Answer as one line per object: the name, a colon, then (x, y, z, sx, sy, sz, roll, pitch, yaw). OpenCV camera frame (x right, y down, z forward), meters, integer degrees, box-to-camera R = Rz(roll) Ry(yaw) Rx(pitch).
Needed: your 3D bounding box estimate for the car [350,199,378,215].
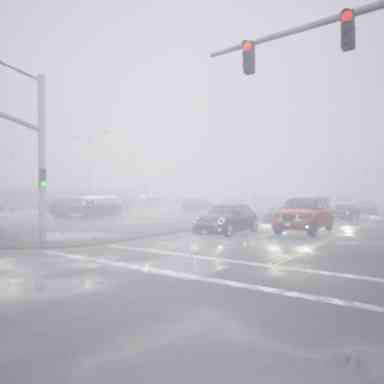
car: (18.430, 1.594, 35.288, 1.812, 1.442, 4.674, -1, 0, 36)

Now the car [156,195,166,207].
car: (-5.438, 1.911, 75.154, 1.970, 1.475, 3.806, -1, 0, 37)

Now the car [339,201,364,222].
car: (12.302, 1.676, 27.016, 1.895, 1.301, 4.718, -1, 0, 36)

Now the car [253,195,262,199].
car: (12.644, 1.431, 61.739, 1.905, 1.878, 3.866, -1, 0, 37)

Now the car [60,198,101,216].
car: (-13.589, 1.783, 40.660, 1.970, 1.475, 3.806, -1, 0, 37)

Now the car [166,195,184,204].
car: (-3.123, 1.641, 73.419, 1.905, 1.878, 3.866, -1, 0, 37)

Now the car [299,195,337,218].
car: (12.789, 1.328, 33.561, 2.150, 2.045, 5.566, -1, 0, 36)

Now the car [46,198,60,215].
car: (-15.911, 1.782, 42.388, 1.784, 1.438, 3.905, -1, 0, 37)

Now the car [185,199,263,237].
car: (1.957, 1.473, 18.900, 2.097, 1.767, 4.553, -1, 0, 36)

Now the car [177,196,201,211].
car: (0.052, 1.711, 49.336, 1.970, 1.475, 3.806, -1, 0, 37)

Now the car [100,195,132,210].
car: (-13.562, 1.650, 59.348, 1.932, 1.855, 4.605, -1, 0, 37)

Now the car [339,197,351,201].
car: (18.976, 1.454, 41.880, 2.097, 1.767, 4.553, -1, 0, 37)

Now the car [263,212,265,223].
car: (7.066, 1.679, 25.818, 1.994, 1.385, 4.181, -1, 0, 36)

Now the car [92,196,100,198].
car: (-15.846, 1.891, 61.127, 1.784, 1.438, 3.905, -1, 0, 37)

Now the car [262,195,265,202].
car: (14.934, 1.397, 59.968, 1.932, 1.855, 4.605, -1, 0, 37)

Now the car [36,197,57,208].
car: (-18.096, 1.601, 43.950, 1.932, 1.855, 4.605, -1, 0, 37)

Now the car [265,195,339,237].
car: (6.498, 1.303, 19.164, 2.150, 2.045, 5.566, -1, 0, 36)
